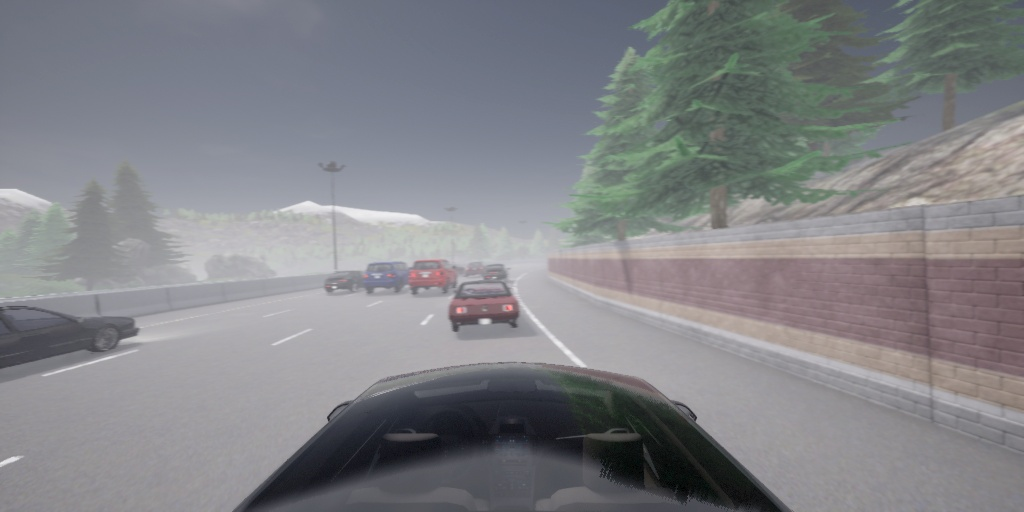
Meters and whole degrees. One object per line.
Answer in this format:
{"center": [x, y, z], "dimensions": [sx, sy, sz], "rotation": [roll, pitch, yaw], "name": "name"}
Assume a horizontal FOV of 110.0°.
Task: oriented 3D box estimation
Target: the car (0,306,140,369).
{"center": [-11.052, 1.774, 7.404], "dimensions": [2.033, 1.411, 5.357], "rotation": [-2, 0, -6], "name": "car"}

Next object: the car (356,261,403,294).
{"center": [-8.333, 1.396, 24.913], "dimensions": [2.150, 2.045, 5.566], "rotation": [-2, 0, 1], "name": "car"}

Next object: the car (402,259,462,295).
{"center": [-4.901, 1.240, 22.917], "dimensions": [2.150, 2.045, 5.566], "rotation": [-2, -1, 0], "name": "car"}

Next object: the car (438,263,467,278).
{"center": [-6.944, 1.649, 42.464], "dimensions": [1.882, 1.535, 5.008], "rotation": [-2, 0, 7], "name": "car"}

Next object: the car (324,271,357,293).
{"center": [-11.808, 1.825, 26.295], "dimensions": [1.837, 1.490, 4.892], "rotation": [-3, 0, 1], "name": "car"}

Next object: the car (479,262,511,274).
{"center": [-1.223, 1.395, 29.196], "dimensions": [1.837, 1.490, 4.892], "rotation": [-3, 0, 3], "name": "car"}

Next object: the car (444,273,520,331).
{"center": [-0.907, 1.420, 11.485], "dimensions": [1.895, 1.301, 4.718], "rotation": [-2, 0, -5], "name": "car"}

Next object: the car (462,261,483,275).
{"center": [-3.733, 1.383, 40.172], "dimensions": [2.097, 1.767, 4.553], "rotation": [-2, 0, 7], "name": "car"}
